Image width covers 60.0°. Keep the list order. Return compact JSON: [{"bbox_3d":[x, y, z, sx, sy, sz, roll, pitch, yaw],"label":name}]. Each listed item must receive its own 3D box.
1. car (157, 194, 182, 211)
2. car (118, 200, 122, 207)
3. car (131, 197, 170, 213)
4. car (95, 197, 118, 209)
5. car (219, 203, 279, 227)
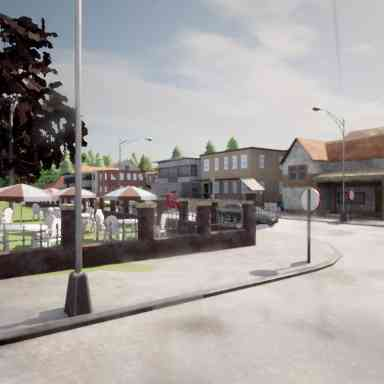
[{"bbox_3d":[-3.173,1.220,39.238,2.150,2.045,5.566,0,0,-35],"label":"car"},{"bbox_3d":[-10.442,1.560,49.451,1.994,1.385,4.181,0,0,-35],"label":"car"},{"bbox_3d":[-4.509,1.523,33.893,1.812,1.442,4.674,0,0,-35],"label":"car"},{"bbox_3d":[-12.215,1.475,44.771,1.882,1.535,5.008,0,0,-35],"label":"car"},{"bbox_3d":[3.621,1.502,22.480,1.837,1.490,4.892,0,0,-35],"label":"car"}]
